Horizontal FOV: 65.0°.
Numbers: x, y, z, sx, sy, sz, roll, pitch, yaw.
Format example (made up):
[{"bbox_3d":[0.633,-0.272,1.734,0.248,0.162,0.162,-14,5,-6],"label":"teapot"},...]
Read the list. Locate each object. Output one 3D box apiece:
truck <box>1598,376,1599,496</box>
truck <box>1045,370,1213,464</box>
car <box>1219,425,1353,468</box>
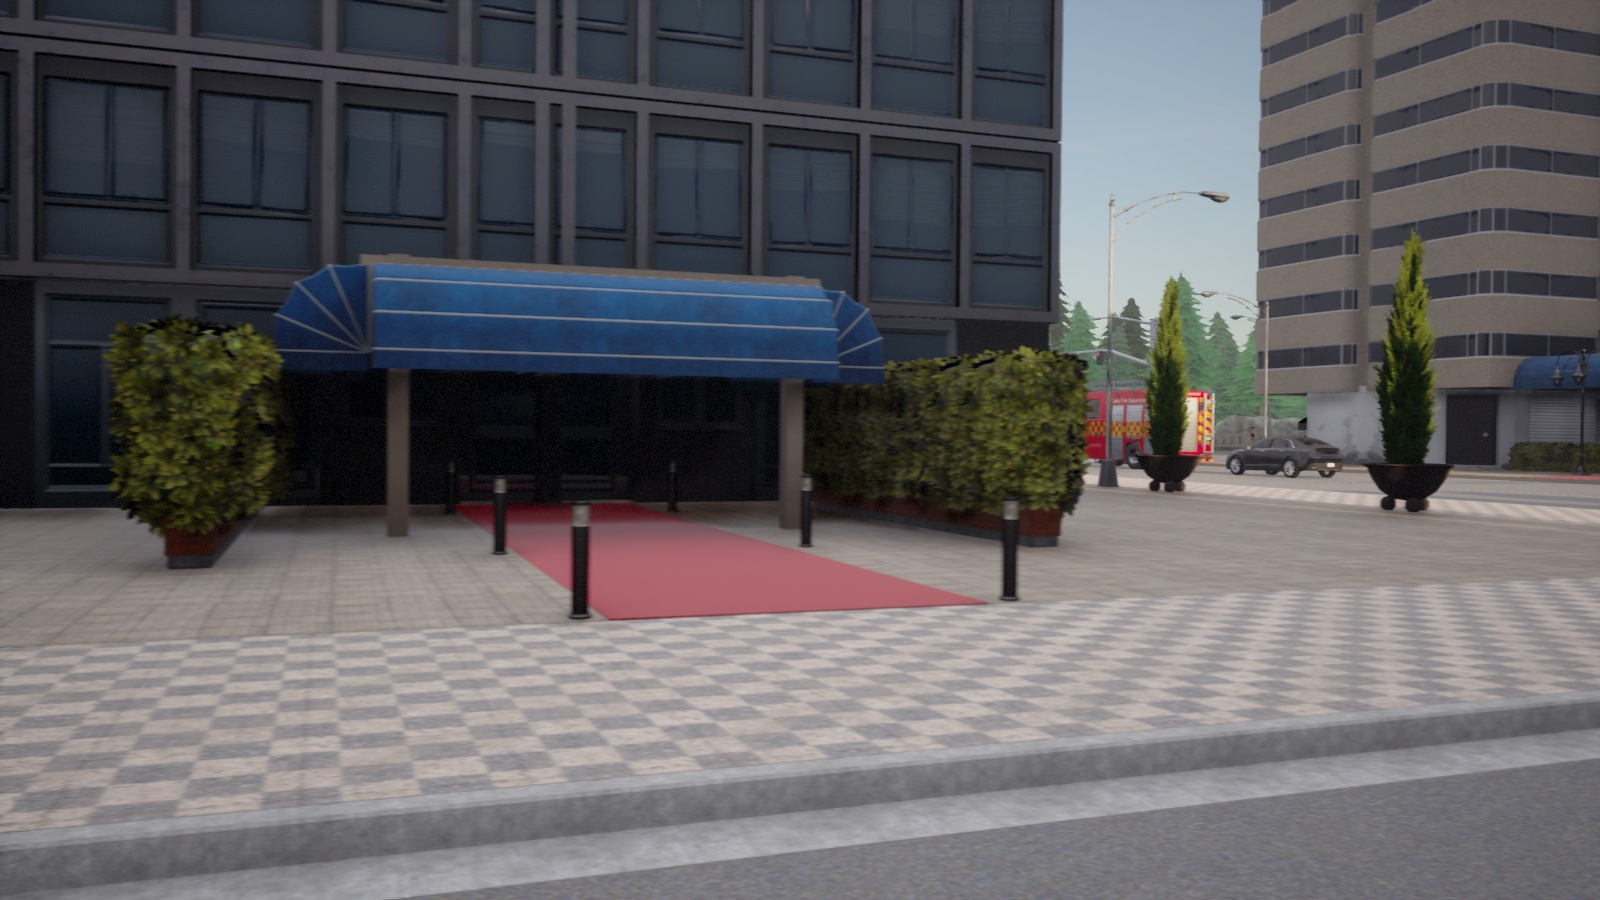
[{"bbox_3d":[18.673,-0.282,24.043,2.627,2.467,5.204,-1,1,-20],"label":"truck"},{"bbox_3d":[14.409,-1.431,55.842,2.891,3.827,8.468,-1,1,-20],"label":"truck"},{"bbox_3d":[17.879,-0.147,46.473,1.837,1.490,4.892,-1,1,-20],"label":"car"}]
